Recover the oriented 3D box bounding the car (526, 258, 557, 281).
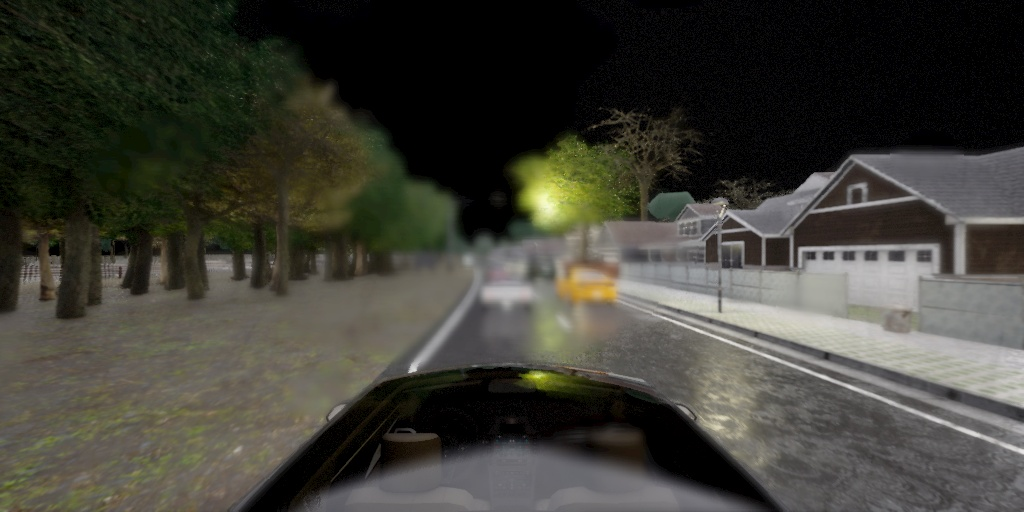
[{"bbox_3d":[2.451,1.153,29.758,2.150,2.045,5.566,0,0,-4],"label":"car"}]

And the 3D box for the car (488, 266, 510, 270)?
[{"bbox_3d":[-1.110,1.497,30.412,1.994,1.385,4.181,0,0,-4],"label":"car"}]

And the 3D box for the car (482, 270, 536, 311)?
[{"bbox_3d":[-0.233,1.459,15.167,1.895,1.301,4.718,0,0,-2],"label":"car"}]

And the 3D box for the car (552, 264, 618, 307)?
[{"bbox_3d":[3.227,1.341,16.273,1.882,1.535,5.008,0,0,-2],"label":"car"}]
